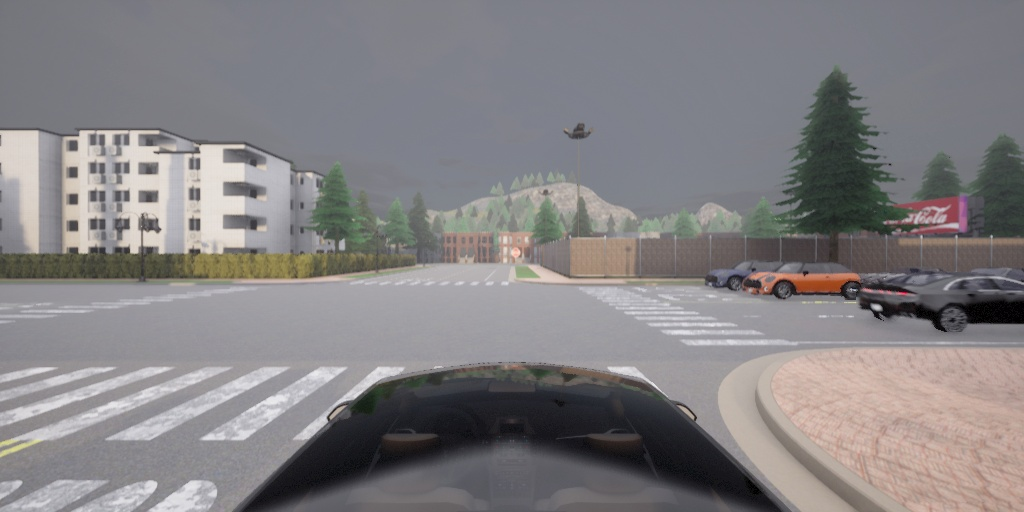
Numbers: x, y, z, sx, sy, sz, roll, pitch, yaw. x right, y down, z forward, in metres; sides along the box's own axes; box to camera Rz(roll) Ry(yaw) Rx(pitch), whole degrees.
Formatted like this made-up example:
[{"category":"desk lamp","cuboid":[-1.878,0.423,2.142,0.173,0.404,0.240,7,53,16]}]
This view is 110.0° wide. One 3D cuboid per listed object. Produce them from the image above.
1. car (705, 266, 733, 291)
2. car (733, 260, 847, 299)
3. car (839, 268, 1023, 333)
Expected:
[{"category":"car","cuboid":[13.553,1.032,20.429,4.553,1.767,2.097,0,0,1]},{"category":"car","cuboid":[13.513,1.045,16.930,4.553,1.767,2.097,0,0,1]},{"category":"car","cuboid":[12.525,1.211,9.861,4.902,1.511,2.128,0,0,2]}]
